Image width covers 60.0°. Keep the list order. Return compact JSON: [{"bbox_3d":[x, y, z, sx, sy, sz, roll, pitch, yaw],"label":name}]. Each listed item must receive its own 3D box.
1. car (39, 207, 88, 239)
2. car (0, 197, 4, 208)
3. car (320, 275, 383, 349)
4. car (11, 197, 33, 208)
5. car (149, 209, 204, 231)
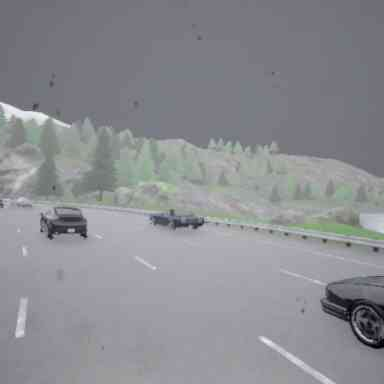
[{"bbox_3d":[-6.839,1.534,17.611,1.837,1.490,4.892,3,-1,-30],"label":"car"},{"bbox_3d":[-27.785,1.388,46.575,2.128,1.511,4.902,2,-1,-43],"label":"car"},{"bbox_3d":[4.162,1.660,3.913,2.033,1.411,5.357,1,-1,-25],"label":"car"},{"bbox_3d":[-24.806,1.494,48.465,1.812,1.442,4.674,2,-1,-43],"label":"car"},{"bbox_3d":[-1.167,1.775,22.159,1.895,1.301,4.718,1,-1,-30],"label":"car"}]
